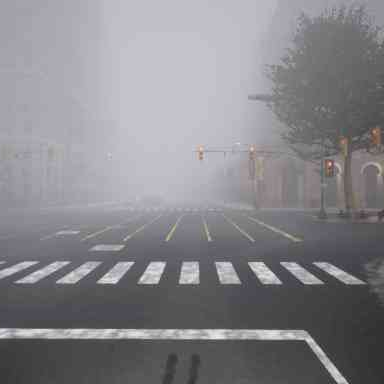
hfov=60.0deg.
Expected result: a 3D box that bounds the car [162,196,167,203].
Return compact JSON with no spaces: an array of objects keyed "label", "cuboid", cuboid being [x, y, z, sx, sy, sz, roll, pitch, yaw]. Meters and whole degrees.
[{"label":"car","cuboid":[-6.538,1.492,63.295,2.128,1.511,4.902,0,0,2]}]

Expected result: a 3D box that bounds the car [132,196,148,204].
[{"label":"car","cuboid":[-10.008,1.547,64.597,2.033,1.411,5.357,0,0,2]}]

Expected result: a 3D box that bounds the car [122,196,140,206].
[{"label":"car","cuboid":[-10.121,1.601,54.845,1.895,1.301,4.718,0,0,1]}]

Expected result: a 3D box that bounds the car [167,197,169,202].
[{"label":"car","cuboid":[-6.323,1.524,73.568,1.812,1.442,4.674,0,0,1]}]

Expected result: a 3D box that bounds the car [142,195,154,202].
[{"label":"car","cuboid":[-9.806,1.524,74.555,1.812,1.442,4.674,0,0,1]}]

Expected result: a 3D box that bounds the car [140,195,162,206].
[{"label":"car","cuboid":[-6.638,1.352,54.154,2.097,1.767,4.553,0,0,1]}]
